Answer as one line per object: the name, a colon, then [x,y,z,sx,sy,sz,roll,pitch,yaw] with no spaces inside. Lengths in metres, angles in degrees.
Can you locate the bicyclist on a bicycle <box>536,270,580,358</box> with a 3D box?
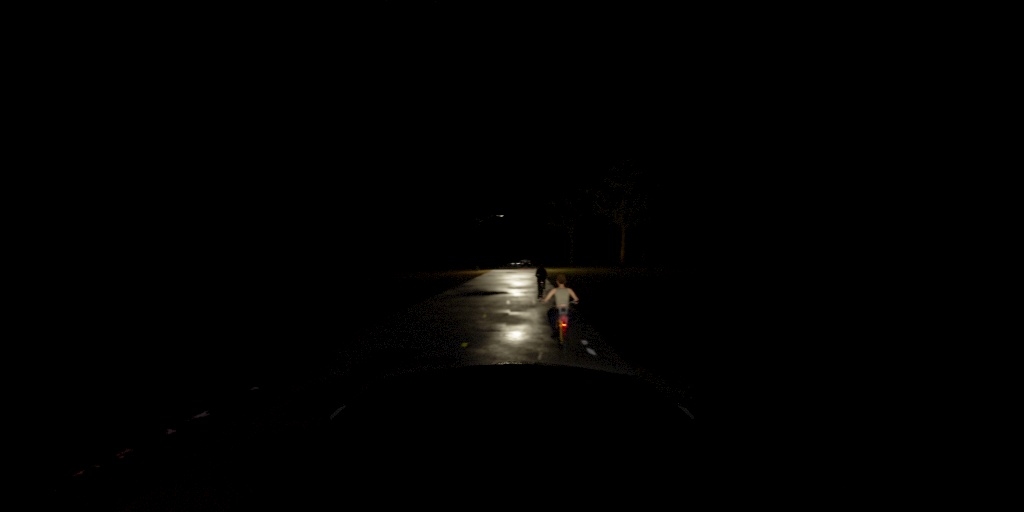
bicyclist on a bicycle: [1.030,1.184,7.528,0.866,1.612,1.509,-1,0,2]

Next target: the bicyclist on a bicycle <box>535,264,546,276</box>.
bicyclist on a bicycle: [1.358,1.209,16.562,0.582,1.620,1.656,-1,0,2]

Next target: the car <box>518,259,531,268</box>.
car: [2.375,1.377,62.075,1.895,1.301,4.718,-1,0,2]
